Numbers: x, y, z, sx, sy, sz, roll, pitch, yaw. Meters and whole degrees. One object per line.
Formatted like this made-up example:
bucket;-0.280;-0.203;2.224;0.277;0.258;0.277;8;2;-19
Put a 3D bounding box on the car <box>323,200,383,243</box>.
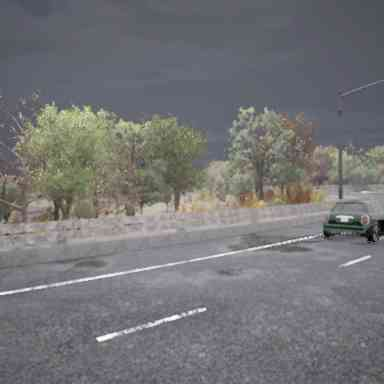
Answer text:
car;7.892;1.160;15.282;4.553;1.767;2.097;-1;0;-43
